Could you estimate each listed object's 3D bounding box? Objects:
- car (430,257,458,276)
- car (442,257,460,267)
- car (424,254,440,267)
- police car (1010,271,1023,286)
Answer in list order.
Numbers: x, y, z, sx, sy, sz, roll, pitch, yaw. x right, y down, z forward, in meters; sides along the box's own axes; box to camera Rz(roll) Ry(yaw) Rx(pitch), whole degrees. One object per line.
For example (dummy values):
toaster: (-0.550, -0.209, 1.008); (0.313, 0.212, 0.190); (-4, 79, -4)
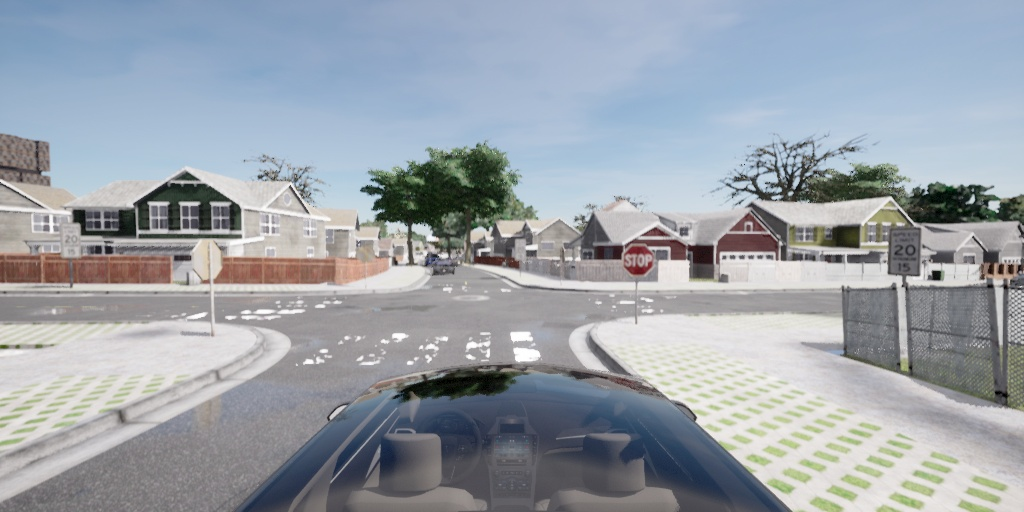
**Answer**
car: (-6.530, 1.118, 34.341); (1.994, 1.385, 4.181); (0, 0, -12)
car: (-9.689, 0.890, 56.515); (2.128, 1.511, 4.902); (-1, 0, -18)
car: (-12.554, 0.640, 56.390); (2.150, 2.045, 5.566); (-1, 0, -17)
police car: (35.250, 1.525, 23.491); (4.974, 1.542, 2.038); (1, 1, -16)
